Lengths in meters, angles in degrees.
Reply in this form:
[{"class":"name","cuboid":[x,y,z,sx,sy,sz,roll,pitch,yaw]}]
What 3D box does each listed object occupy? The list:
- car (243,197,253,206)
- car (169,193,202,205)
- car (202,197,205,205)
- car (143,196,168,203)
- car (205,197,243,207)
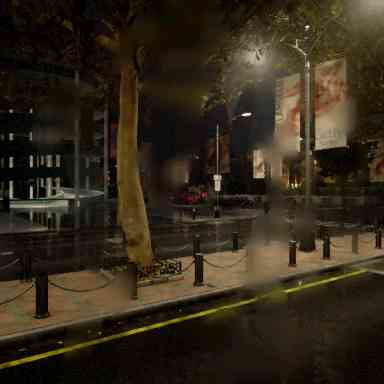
[{"class":"car","cuboid":[7.516,1.491,52.769,2.128,1.511,4.902,0,0,-35]},{"class":"car","cuboid":[-1.149,1.221,58.927,2.150,2.045,5.566,0,0,-36]},{"class":"car","cuboid":[1.871,1.547,60.719,2.033,1.411,5.357,0,0,-36]},{"class":"car","cuboid":[-7.809,1.478,66.769,5.008,1.535,1.882,0,0,42]},{"class":"car","cuboid":[4.758,1.547,50.625,2.033,1.411,5.357,0,0,-35]}]
